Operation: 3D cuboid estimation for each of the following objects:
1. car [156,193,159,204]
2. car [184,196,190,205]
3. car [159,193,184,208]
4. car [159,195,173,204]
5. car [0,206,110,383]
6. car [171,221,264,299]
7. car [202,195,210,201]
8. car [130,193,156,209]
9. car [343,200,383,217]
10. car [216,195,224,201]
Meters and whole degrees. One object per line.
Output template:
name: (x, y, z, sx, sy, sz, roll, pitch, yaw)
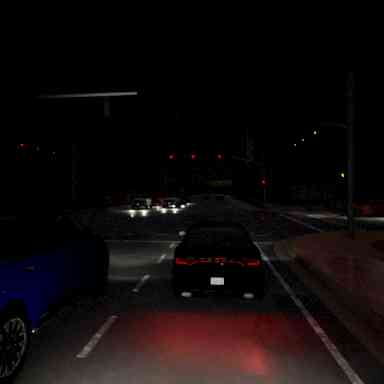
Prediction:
car: (-5.900, 1.221, 55.576, 2.150, 2.045, 5.566, 0, 0, 5)
car: (-2.139, 1.352, 58.536, 2.097, 1.767, 4.553, 0, 0, 5)
car: (-2.940, 1.221, 48.879, 2.150, 2.045, 5.566, 0, 0, 4)
car: (-5.036, 1.478, 65.621, 1.882, 1.535, 5.008, 0, 0, 5)
car: (-3.081, 1.221, 5.436, 2.150, 2.045, 5.566, 0, 0, 3)
car: (0.636, 1.478, 8.549, 1.882, 1.535, 5.008, 0, 0, 4)
car: (3.561, 1.524, 84.681, 1.812, 1.442, 4.674, 0, 0, 5)
car: (-6.767, 1.221, 45.265, 2.150, 2.045, 5.566, 0, 0, 3)
car: (16.717, 1.478, 30.924, 5.008, 1.535, 1.882, 0, 0, 5)
car: (7.078, 1.553, 84.746, 1.994, 1.385, 4.181, 0, 0, 5)
